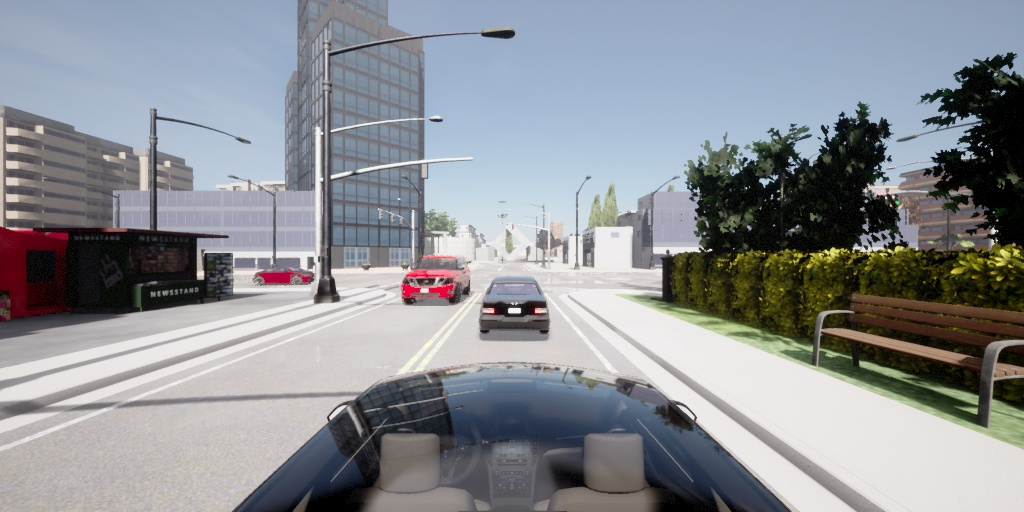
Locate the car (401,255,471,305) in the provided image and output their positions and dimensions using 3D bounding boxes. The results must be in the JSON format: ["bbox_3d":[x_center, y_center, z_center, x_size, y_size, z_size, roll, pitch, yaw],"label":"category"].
[{"bbox_3d":[-3.232,0.968,16.517,2.150,2.045,5.566,0,0,2],"label":"car"}]

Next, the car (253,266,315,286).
[{"bbox_3d":[-16.341,1.418,26.132,4.181,1.385,1.994,-1,0,0],"label":"car"}]

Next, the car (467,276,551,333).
[{"bbox_3d":[0.069,1.297,10.718,2.033,1.411,5.357,0,0,0],"label":"car"}]
